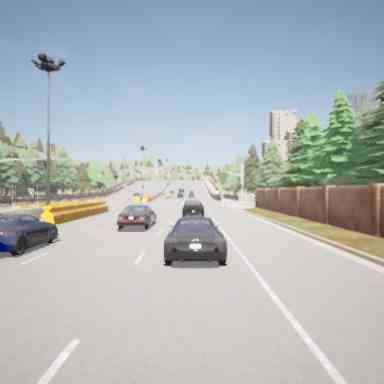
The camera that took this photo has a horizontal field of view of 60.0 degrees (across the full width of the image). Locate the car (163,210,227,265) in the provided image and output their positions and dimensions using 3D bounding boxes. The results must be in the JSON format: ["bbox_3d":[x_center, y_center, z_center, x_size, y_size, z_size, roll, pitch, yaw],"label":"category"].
[{"bbox_3d":[0.101,1.538,11.626,1.994,1.385,4.181,0,0,0],"label":"car"}]

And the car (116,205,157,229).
[{"bbox_3d":[-3.400,1.499,21.132,2.033,1.411,5.357,0,0,0],"label":"car"}]

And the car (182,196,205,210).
[{"bbox_3d":[0.104,1.413,29.242,1.882,1.535,5.008,0,0,0],"label":"car"}]

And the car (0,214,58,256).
[{"bbox_3d":[-6.898,1.534,12.992,1.994,1.385,4.181,0,0,0],"label":"car"}]
